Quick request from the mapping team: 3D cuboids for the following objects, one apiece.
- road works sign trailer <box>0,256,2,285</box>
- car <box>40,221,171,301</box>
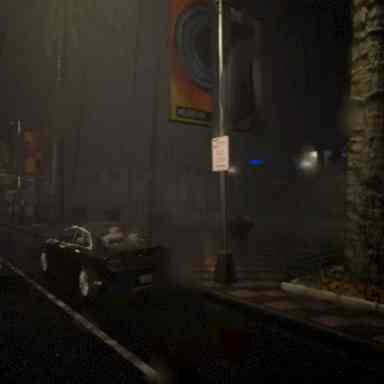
[{"bbox_3d":[-6.536,0.556,8.711,2.380,3.560,2.880,-1,0,-39],"label":"road works sign trailer"},{"bbox_3d":[-2.453,1.513,8.610,2.231,1.521,4.892,-1,0,-39],"label":"car"}]
